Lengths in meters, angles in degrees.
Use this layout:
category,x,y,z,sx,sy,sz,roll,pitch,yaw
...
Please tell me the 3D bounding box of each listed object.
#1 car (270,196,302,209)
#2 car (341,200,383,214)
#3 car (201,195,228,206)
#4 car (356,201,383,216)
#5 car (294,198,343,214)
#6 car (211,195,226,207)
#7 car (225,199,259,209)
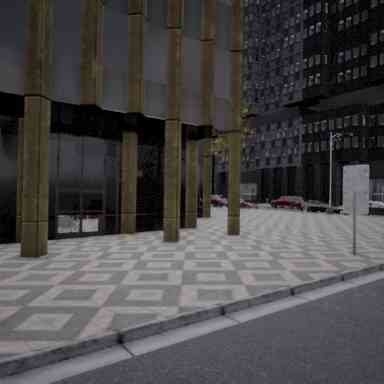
category,x,y,z,sx,sy,sz,roll,pitch,yaw
car,13.653,1.486,47.724,2.192,1.841,5.009,1,-1,-35
car,20.034,1.707,38.733,2.008,1.369,4.403,1,-1,-35
car,4.076,1.511,61.206,2.192,1.841,5.009,1,-1,-35
car,16.284,1.517,29.295,2.008,1.369,4.403,1,-1,-35
car,13.091,1.539,33.790,1.947,1.339,4.313,1,-1,-35
car,3.516,1.311,47.276,2.192,1.841,5.009,1,-1,-35
car,6.705,1.570,42.778,1.802,1.307,4.206,1,-1,-35
